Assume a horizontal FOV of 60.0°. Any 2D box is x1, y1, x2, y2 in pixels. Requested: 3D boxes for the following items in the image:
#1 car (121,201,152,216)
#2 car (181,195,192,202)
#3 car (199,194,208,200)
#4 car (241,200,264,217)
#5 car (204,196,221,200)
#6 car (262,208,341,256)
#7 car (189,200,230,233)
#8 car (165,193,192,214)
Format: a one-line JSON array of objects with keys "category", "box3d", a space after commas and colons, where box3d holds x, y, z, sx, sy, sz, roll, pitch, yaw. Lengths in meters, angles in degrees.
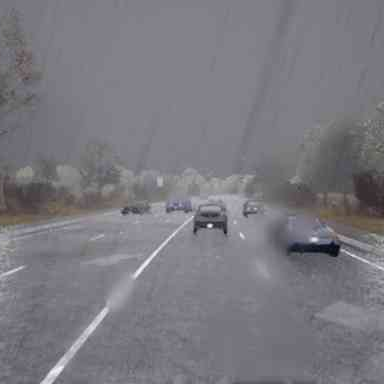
[{"category": "car", "box3d": [-5.120, 1.499, 31.031, 1.895, 1.301, 4.718, 0, 0, 5]}, {"category": "car", "box3d": [-1.172, 1.364, 72.378, 1.895, 1.301, 4.718, 0, 0, 5]}, {"category": "car", "box3d": [2.727, 1.151, 76.489, 1.837, 1.490, 4.892, 0, 0, 5]}, {"category": "car", "box3d": [5.573, 1.480, 30.467, 2.033, 1.411, 5.357, 0, 0, 5]}, {"category": "car", "box3d": [2.676, 1.469, 37.106, 1.994, 1.385, 4.181, 0, 0, 5]}, {"category": "car", "box3d": [4.164, 1.540, 13.037, 1.994, 1.385, 4.181, 0, 0, 3]}, {"category": "car", "box3d": [1.101, 1.455, 19.343, 1.837, 1.490, 4.892, 0, 0, 4]}, {"category": "car", "box3d": [-1.300, 1.122, 34.283, 2.150, 2.045, 5.566, 0, 0, 5]}]
